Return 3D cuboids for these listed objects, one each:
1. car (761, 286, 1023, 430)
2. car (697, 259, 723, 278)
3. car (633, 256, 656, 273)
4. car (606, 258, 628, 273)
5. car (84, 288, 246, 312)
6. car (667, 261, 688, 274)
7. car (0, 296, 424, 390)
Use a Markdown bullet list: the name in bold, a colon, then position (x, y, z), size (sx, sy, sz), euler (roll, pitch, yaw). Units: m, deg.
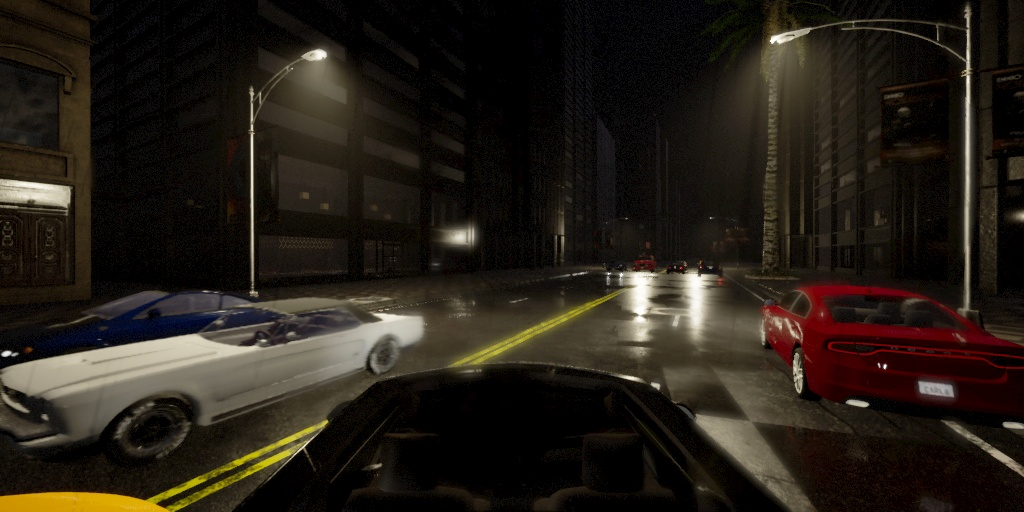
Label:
- **car**: position (5.517, 1.228, 5.902), size (1.882, 1.535, 5.008), euler (0, 0, 27)
- **car**: position (19.308, 1.117, 34.971), size (2.097, 1.767, 4.553), euler (0, 0, 27)
- **car**: position (16.094, 0.991, 43.325), size (2.150, 2.045, 5.566), euler (0, 0, 27)
- **car**: position (13.020, 1.294, 44.454), size (1.812, 1.442, 4.674), euler (0, 0, 27)
- **car**: position (-6.457, 1.314, 6.653), size (1.994, 1.385, 4.181), euler (0, 0, 27)
- **car**: position (18.671, 1.316, 40.794), size (2.033, 1.411, 5.357), euler (0, 0, 27)
- **car**: position (-3.538, 1.351, 5.223), size (1.895, 1.301, 4.718), euler (0, 0, 27)
